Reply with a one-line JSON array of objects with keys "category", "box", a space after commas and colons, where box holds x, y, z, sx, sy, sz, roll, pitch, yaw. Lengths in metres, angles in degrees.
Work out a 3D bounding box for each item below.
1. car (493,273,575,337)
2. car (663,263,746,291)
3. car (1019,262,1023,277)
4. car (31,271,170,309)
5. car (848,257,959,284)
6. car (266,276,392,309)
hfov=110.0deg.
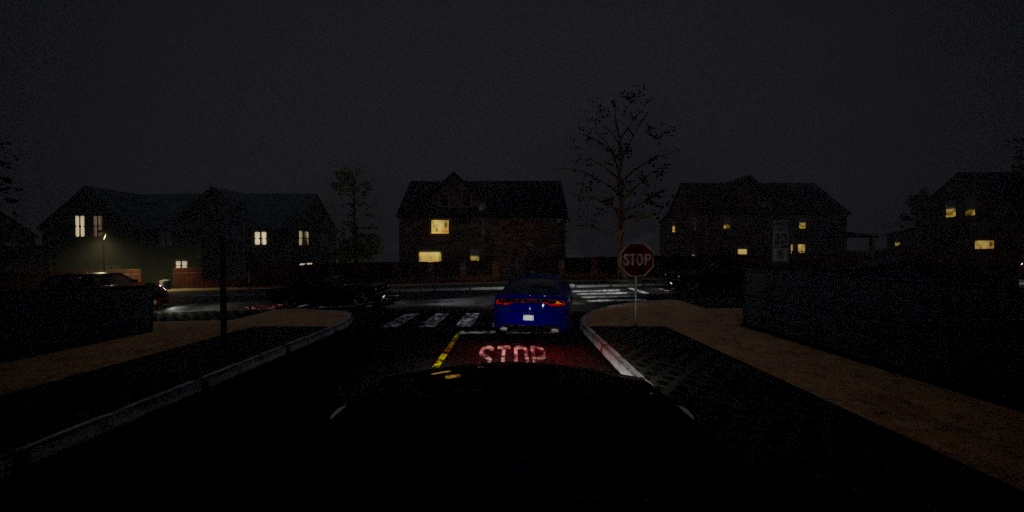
[{"category": "car", "box": [0.789, 1.226, 10.440, 1.882, 1.535, 5.008, 0, 0, 10]}, {"category": "car", "box": [10.416, 1.034, 18.572, 4.718, 1.301, 1.895, -1, 1, -1]}, {"category": "car", "box": [29.572, 0.335, 18.593, 4.553, 1.767, 2.097, -1, 1, 0]}, {"category": "car", "box": [-17.897, 1.498, 15.647, 4.553, 1.767, 2.097, -1, 1, 0]}, {"category": "car", "box": [20.062, 0.753, 18.605, 5.357, 1.411, 2.033, -1, 1, 0]}, {"category": "car", "box": [-7.807, 1.506, 15.651, 4.718, 1.301, 1.895, -1, 1, 0]}]
